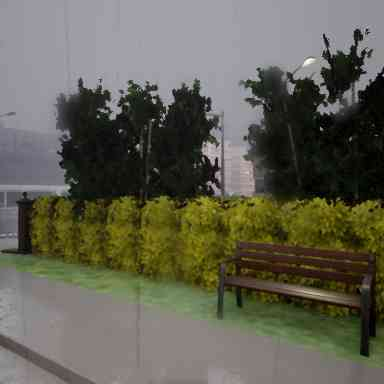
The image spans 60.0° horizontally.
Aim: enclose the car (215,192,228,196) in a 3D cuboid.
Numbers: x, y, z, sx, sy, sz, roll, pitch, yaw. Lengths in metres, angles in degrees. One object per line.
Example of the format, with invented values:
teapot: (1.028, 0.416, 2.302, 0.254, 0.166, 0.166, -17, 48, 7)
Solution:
car: (5.684, 0.715, 66.720, 1.882, 1.535, 5.008, 0, 1, 36)
